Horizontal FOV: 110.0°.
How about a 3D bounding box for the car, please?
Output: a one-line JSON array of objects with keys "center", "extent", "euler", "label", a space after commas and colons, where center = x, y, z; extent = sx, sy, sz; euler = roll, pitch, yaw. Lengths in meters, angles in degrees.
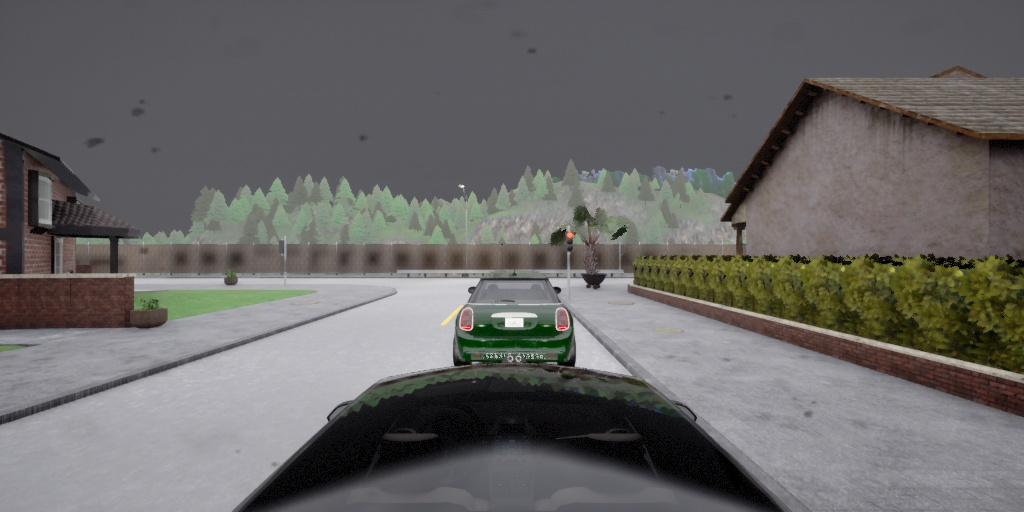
[{"center": [0.057, 1.102, 7.953], "extent": [2.097, 1.767, 4.553], "euler": [0, 0, 0], "label": "car"}]
